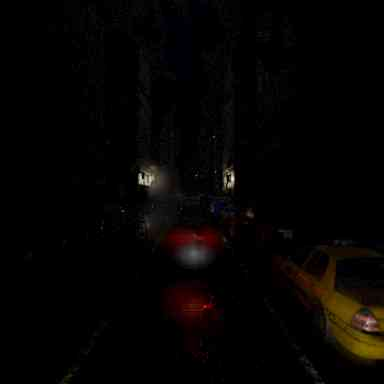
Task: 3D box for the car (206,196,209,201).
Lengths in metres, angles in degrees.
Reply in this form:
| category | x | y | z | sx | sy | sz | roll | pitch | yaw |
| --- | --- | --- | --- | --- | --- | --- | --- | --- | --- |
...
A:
| category | x | y | z | sx | sy | sz | roll | pitch | yaw |
| --- | --- | --- | --- | --- | --- | --- | --- | --- | --- |
| car | 2.688 | 1.491 | 34.519 | 1.752 | 1.417 | 4.829 | 1 | 0 | 0 |

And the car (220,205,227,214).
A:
| category | x | y | z | sx | sy | sz | roll | pitch | yaw |
| --- | --- | --- | --- | --- | --- | --- | --- | --- | --- |
| car | 2.681 | 1.566 | 17.329 | 1.802 | 1.307 | 4.206 | 1 | 0 | 0 |

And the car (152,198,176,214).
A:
| category | x | y | z | sx | sy | sz | roll | pitch | yaw |
| --- | --- | --- | --- | --- | --- | --- | --- | --- | --- |
| car | -3.051 | 1.566 | 34.685 | 1.895 | 1.301 | 4.718 | 0 | 0 | 0 |

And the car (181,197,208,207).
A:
| category | x | y | z | sx | sy | sz | roll | pitch | yaw |
| --- | --- | --- | --- | --- | --- | --- | --- | --- | --- |
| car | 0.083 | 1.450 | 27.718 | 1.882 | 1.535 | 5.008 | 0 | 0 | 0 |

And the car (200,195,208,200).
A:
| category | x | y | z | sx | sy | sz | roll | pitch | yaw |
| --- | --- | --- | --- | --- | --- | --- | --- | --- | --- |
| car | 3.233 | 1.443 | 88.603 | 1.887 | 1.381 | 4.507 | 1 | 0 | 1 |

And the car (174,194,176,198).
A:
| category | x | y | z | sx | sy | sz | roll | pitch | yaw |
| --- | --- | --- | --- | --- | --- | --- | --- | --- | --- |
| car | -5.437 | 1.480 | 77.649 | 1.947 | 1.339 | 4.313 | 1 | 0 | 1 |

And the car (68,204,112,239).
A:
| category | x | y | z | sx | sy | sz | roll | pitch | yaw |
| --- | --- | --- | --- | --- | --- | --- | --- | --- | --- |
| car | -5.844 | 1.549 | 17.336 | 1.947 | 1.339 | 4.313 | 1 | 0 | 0 |

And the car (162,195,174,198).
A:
| category | x | y | z | sx | sy | sz | roll | pitch | yaw |
| --- | --- | --- | --- | --- | --- | --- | --- | --- | --- |
| car | -5.510 | 1.504 | 72.121 | 1.802 | 1.307 | 4.206 | 1 | 0 | 1 |

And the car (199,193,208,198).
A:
| category | x | y | z | sx | sy | sz | roll | pitch | yaw |
| --- | --- | --- | --- | --- | --- | --- | --- | --- | --- |
| car | 3.016 | 1.487 | 72.013 | 1.947 | 1.339 | 4.313 | 1 | 0 | 1 |

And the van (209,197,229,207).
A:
| category | x | y | z | sx | sy | sz | roll | pitch | yaw |
| --- | --- | --- | --- | --- | --- | --- | --- | --- | --- |
| van | 2.688 | 1.313 | 28.675 | 1.690 | 1.788 | 3.998 | 1 | 0 | 0 |

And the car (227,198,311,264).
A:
| category | x | y | z | sx | sy | sz | roll | pitch | yaw |
| --- | --- | --- | --- | --- | --- | --- | --- | --- | --- |
| car | 2.682 | 1.304 | 11.655 | 2.192 | 1.841 | 5.009 | 1 | 0 | 0 |

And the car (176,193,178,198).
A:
| category | x | y | z | sx | sy | sz | roll | pitch | yaw |
| --- | --- | --- | --- | --- | --- | --- | --- | --- | --- |
| car | -5.364 | 1.458 | 83.178 | 2.008 | 1.369 | 4.403 | 1 | 0 | 1 |

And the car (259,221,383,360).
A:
| category | x | y | z | sx | sy | sz | roll | pitch | yaw |
| --- | --- | --- | --- | --- | --- | --- | --- | --- | --- |
| car | 2.678 | 1.520 | 6.152 | 1.752 | 1.417 | 4.829 | 1 | 0 | 0 |

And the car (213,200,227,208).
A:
| category | x | y | z | sx | sy | sz | roll | pitch | yaw |
| --- | --- | --- | --- | --- | --- | --- | --- | --- | --- |
| car | 2.685 | 1.503 | 23.172 | 1.752 | 1.417 | 4.829 | 1 | 0 | 0 |

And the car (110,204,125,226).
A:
| category | x | y | z | sx | sy | sz | roll | pitch | yaw |
| --- | --- | --- | --- | --- | --- | --- | --- | --- | --- |
| car | -5.842 | 1.522 | 23.008 | 1.887 | 1.381 | 4.507 | 1 | 0 | 0 |

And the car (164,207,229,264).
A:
| category | x | y | z | sx | sy | sz | roll | pitch | yaw |
| --- | --- | --- | --- | --- | --- | --- | --- | --- | --- |
| car | 0.072 | 1.495 | 11.783 | 1.837 | 1.490 | 4.892 | 0 | 0 | 0 |

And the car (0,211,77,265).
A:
| category | x | y | z | sx | sy | sz | roll | pitch | yaw |
| --- | --- | --- | --- | --- | --- | --- | --- | --- | --- |
| car | -5.846 | 1.555 | 11.663 | 1.947 | 1.339 | 4.313 | 1 | 0 | 0 |
